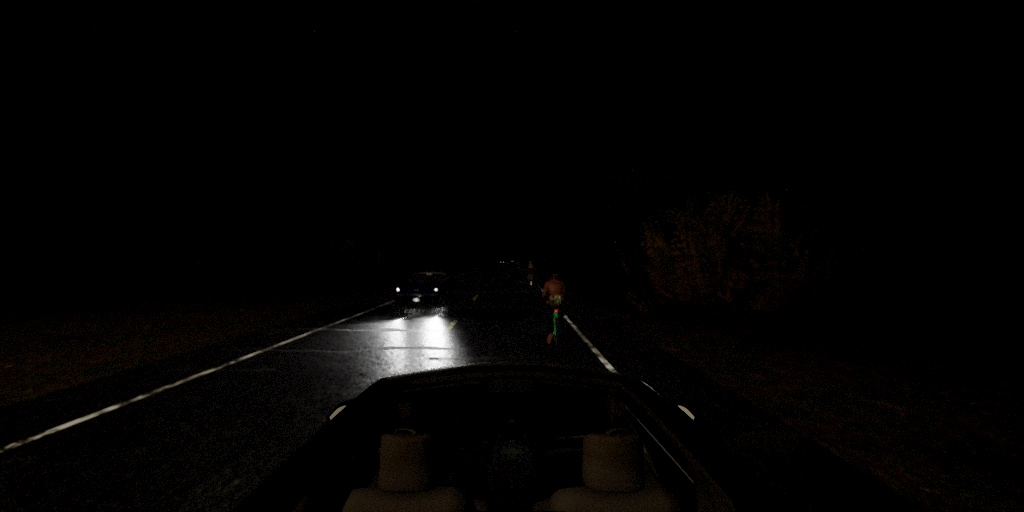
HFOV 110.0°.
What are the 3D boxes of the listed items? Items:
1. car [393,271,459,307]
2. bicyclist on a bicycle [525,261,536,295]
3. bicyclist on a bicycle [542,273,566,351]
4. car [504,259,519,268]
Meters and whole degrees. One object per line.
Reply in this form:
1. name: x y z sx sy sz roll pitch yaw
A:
1. car: -3.600 1.351 15.716 1.895 1.301 4.718 0 0 0
2. bicyclist on a bicycle: 0.963 1.120 18.620 0.659 1.776 1.843 0 0 0
3. bicyclist on a bicycle: 0.963 1.203 8.043 0.582 1.620 1.656 0 0 0
4. car: 0.102 1.313 60.567 1.994 1.385 4.181 0 0 0
